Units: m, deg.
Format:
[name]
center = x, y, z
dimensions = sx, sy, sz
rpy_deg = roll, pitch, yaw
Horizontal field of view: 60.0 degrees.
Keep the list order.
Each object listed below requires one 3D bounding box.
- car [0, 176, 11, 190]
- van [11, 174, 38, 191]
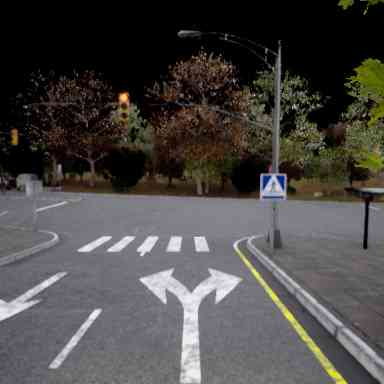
[car]
center = -23.395, -1.273, 41.632
dimensions = 2.185, 1.767, 4.553
rpy_deg = 0, 5, -14
[van]
center = -20.424, -1.246, 41.245
dimensions = 1.878, 1.987, 4.442
rpy_deg = 1, 5, -14
